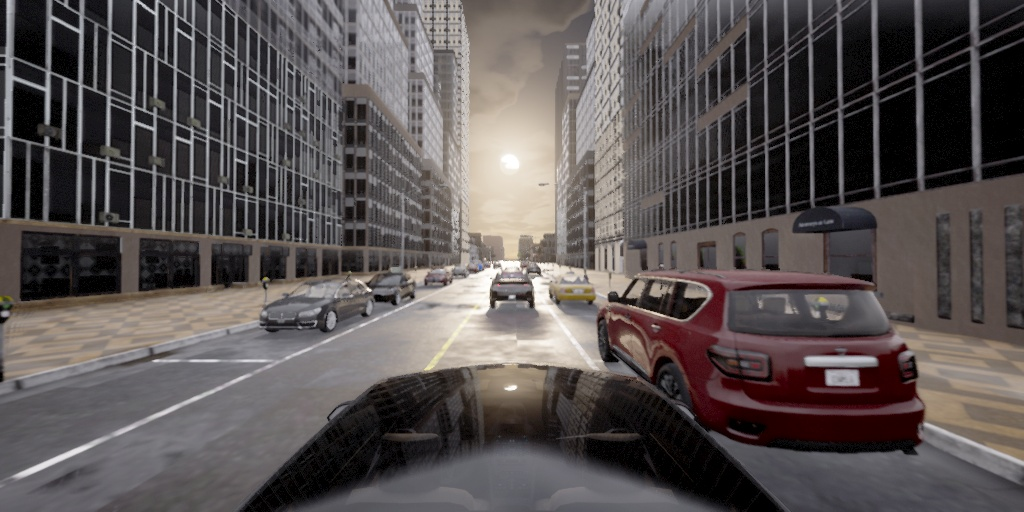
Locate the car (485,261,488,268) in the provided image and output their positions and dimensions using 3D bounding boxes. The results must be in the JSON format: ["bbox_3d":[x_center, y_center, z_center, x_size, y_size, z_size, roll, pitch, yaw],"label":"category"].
[{"bbox_3d":[-5.680,1.876,62.238,1.802,1.307,4.207,0,0,0],"label":"car"}]

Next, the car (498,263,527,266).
[{"bbox_3d":[0.008,1.586,31.180,1.994,1.385,4.181,0,0,0],"label":"car"}]

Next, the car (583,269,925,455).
[{"bbox_3d":[2.692,1.099,5.304,2.192,1.841,5.009,0,0,0],"label":"car"}]

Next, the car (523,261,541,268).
[{"bbox_3d":[2.698,1.711,45.147,1.948,1.339,4.313,0,0,0],"label":"car"}]

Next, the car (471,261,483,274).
[{"bbox_3d":[-5.682,1.741,50.853,1.888,1.381,4.507,0,0,0],"label":"car"}]

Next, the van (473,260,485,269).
[{"bbox_3d":[-5.681,1.586,56.546,1.690,1.789,3.998,0,0,0],"label":"van"}]

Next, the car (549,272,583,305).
[{"bbox_3d":[2.693,1.415,16.857,1.751,1.417,4.829,0,0,0],"label":"car"}]

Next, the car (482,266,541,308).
[{"bbox_3d":[0.007,1.378,16.147,2.128,1.511,4.902,0,0,0],"label":"car"}]

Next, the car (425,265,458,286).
[{"bbox_3d":[-5.685,1.575,28.084,1.802,1.307,4.207,0,0,0],"label":"car"}]

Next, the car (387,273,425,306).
[{"bbox_3d":[-5.688,1.456,16.701,1.948,1.339,4.313,0,0,0],"label":"car"}]

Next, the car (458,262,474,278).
[{"bbox_3d":[-5.684,1.646,39.469,2.007,1.370,4.403,0,0,0],"label":"car"}]

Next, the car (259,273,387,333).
[{"bbox_3d":[-5.688,1.388,11.009,2.007,1.370,4.403,0,0,0],"label":"car"}]
